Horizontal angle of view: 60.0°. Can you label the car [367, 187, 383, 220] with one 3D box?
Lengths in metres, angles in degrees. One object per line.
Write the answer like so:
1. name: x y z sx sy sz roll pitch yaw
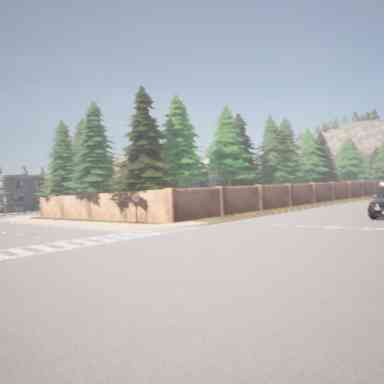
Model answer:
1. car: 12.759 0.615 20.589 5.566 2.045 2.150 -6 2 -45
